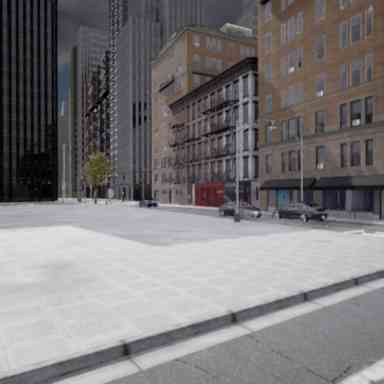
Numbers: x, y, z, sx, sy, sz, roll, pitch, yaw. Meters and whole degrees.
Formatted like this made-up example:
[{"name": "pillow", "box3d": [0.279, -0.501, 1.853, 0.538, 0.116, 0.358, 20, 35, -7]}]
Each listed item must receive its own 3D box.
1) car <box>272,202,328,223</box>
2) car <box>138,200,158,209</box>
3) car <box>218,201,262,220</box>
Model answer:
[{"name": "car", "box3d": [8.449, 1.574, 26.392, 1.837, 1.490, 4.892, 0, 0, -27]}, {"name": "car", "box3d": [-6.726, 1.843, 51.069, 1.895, 1.301, 4.718, 0, 0, -26]}, {"name": "car", "box3d": [4.081, 1.593, 29.049, 2.128, 1.511, 4.902, 0, 0, -26]}]
